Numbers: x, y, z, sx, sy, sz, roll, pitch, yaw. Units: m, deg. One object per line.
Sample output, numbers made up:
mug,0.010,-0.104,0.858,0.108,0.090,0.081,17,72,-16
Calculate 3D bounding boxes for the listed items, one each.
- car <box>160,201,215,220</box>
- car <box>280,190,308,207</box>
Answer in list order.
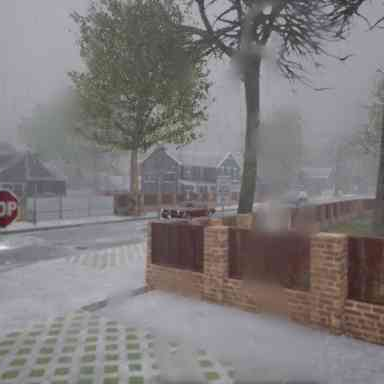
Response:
car,-0.256,1.355,24.368,1.895,1.301,4.718,3,2,35
car,13.523,0.815,43.677,2.150,2.045,5.566,3,2,36
